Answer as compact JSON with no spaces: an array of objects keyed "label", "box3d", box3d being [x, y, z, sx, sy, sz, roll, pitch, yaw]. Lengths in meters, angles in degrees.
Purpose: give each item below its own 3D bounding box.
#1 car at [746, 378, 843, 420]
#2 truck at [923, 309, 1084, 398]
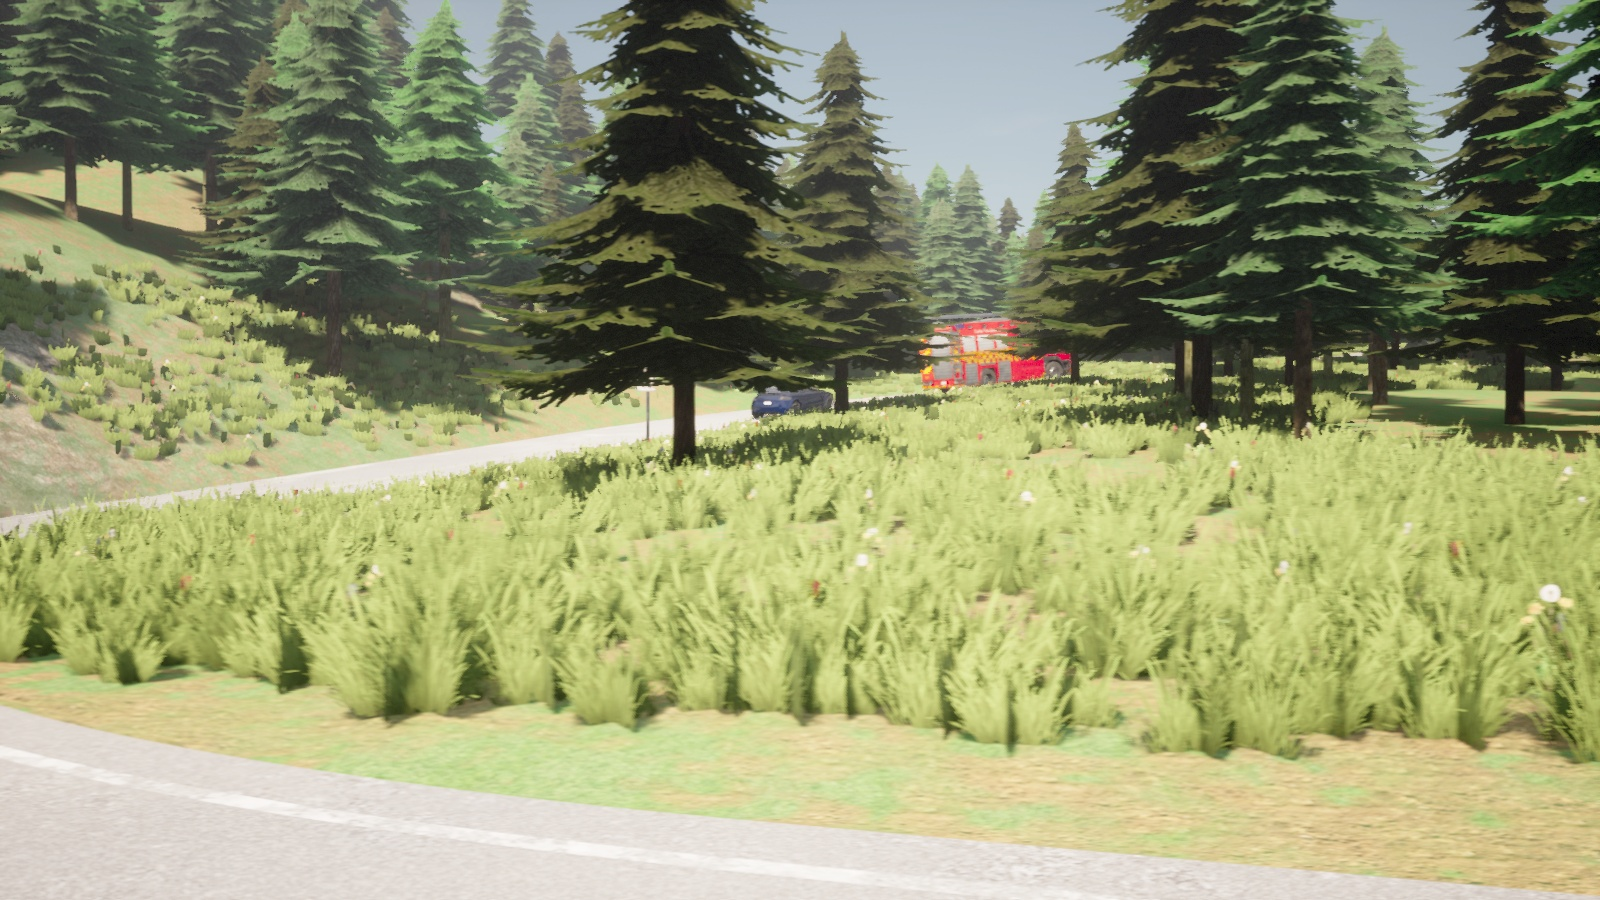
[{"label":"car","box3d":[-0.172,-2.107,51.421,1.994,1.385,4.181,0,6,31]},{"label":"truck","box3d":[10.259,-4.865,62.603,8.468,3.827,2.891,-7,5,-39]}]
